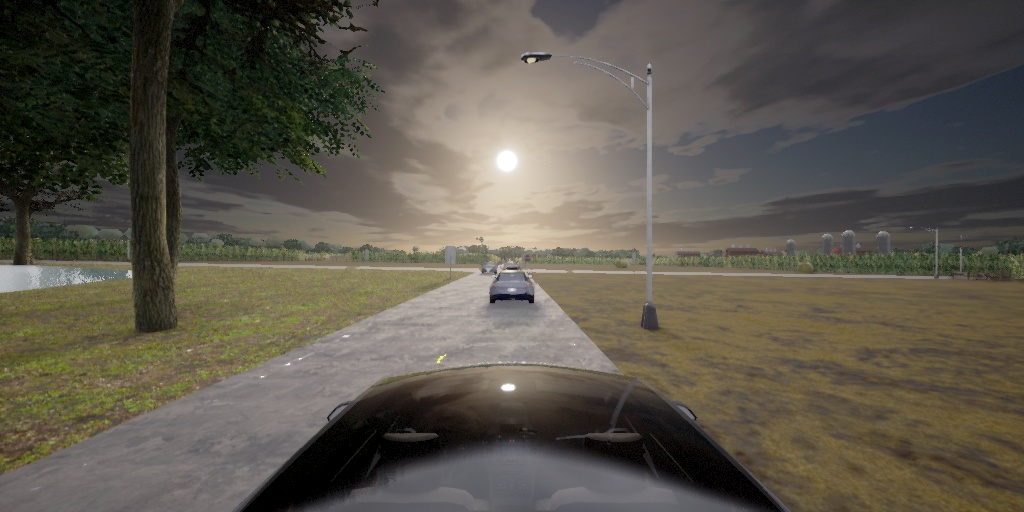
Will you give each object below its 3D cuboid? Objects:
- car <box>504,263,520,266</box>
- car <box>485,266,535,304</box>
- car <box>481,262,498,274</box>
[{"bbox_3d":[0.000,1.351,31.503,1.837,1.490,4.892,0,0,0],"label":"car"},{"bbox_3d":[0.000,1.344,16.501,1.994,1.385,4.181,0,0,0],"label":"car"},{"bbox_3d":[-2.750,1.440,44.504,2.128,1.511,4.902,0,0,0],"label":"car"}]
